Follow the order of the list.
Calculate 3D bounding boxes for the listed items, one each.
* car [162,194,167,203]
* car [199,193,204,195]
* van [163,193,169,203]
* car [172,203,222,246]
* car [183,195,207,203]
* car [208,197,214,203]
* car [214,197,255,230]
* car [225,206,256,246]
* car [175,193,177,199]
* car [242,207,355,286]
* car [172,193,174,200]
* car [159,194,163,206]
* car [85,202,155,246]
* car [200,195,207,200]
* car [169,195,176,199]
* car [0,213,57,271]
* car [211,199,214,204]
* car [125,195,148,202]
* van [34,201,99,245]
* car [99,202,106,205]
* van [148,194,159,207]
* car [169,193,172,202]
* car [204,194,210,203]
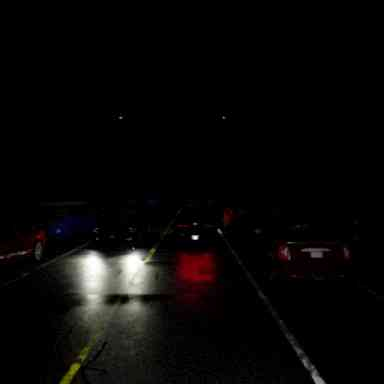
[{"bbox_3d":[-5.634,1.424,54.451,2.008,1.369,4.403,0,0,0],"label":"car"},{"bbox_3d":[2.933,1.427,71.347,1.802,1.307,4.206,0,0,0],"label":"car"},{"bbox_3d":[-5.621,1.203,60.088,1.690,1.788,3.998,0,0,0],"label":"van"},{"bbox_3d":[0.135,1.469,15.122,1.837,1.490,4.892,0,0,0],"label":"car"},{"bbox_3d":[0.179,1.400,32.905,1.882,1.535,5.008,0,0,0],"label":"car"},{"bbox_3d":[2.836,1.492,31.893,1.947,1.339,4.313,0,0,0],"label":"car"},{"bbox_3d":[2.808,1.268,20.620,2.192,1.841,5.009,0,0,0],"label":"car"},{"bbox_3d":[2.795,1.532,14.984,1.947,1.339,4.313,0,0,0],"label":"car"},{"bbox_3d":[-5.565,1.386,82.635,1.947,1.339,4.313,0,0,0],"label":"car"},{"bbox_3d":[2.780,1.419,9.347,1.967,1.590,4.097,0,0,0],"label":"car"},{"bbox_3d":[-5.593,1.156,71.361,2.192,1.841,5.009,0,0,0],"label":"car"},{"bbox_3d":[-5.648,1.410,48.645,1.752,1.417,4.829,0,0,0],"label":"car"},{"bbox_3d":[-3.060,1.440,15.300,1.882,1.535,5.008,0,0,0],"label":"car"},{"bbox_3d":[2.974,1.397,88.256,1.802,1.307,4.206,0,0,0],"label":"car"},{"bbox_3d":[-5.537,1.384,93.908,1.802,1.307,4.206,0,0,0],"label":"car"},{"bbox_3d":[-5.744,1.520,9.359,1.887,1.381,4.507,0,0,0],"label":"car"},{"bbox_3d":[2.822,1.484,26.257,1.887,1.381,4.507,0,0,0],"label":"car"},{"bbox_3d":[-5.689,1.363,31.905,1.967,1.590,4.097,0,0,0],"label":"car"},{"bbox_3d":[-5.731,1.303,14.995,1.690,1.788,3.998,0,0,0],"label":"van"},{"bbox_3d":[-5.717,1.389,20.632,1.967,1.590,4.097,0,0,0],"label":"car"},{"bbox_3d":[-5.662,1.238,43.178,1.690,1.788,3.998,0,0,0],"label":"van"},{"bbox_3d":[-5.607,1.292,65.724,1.967,1.590,4.097,0,0,0],"label":"car"},{"bbox_3d":[2.863,1.341,43.165,1.967,1.590,4.097,0,0,0],"label":"car"}]
